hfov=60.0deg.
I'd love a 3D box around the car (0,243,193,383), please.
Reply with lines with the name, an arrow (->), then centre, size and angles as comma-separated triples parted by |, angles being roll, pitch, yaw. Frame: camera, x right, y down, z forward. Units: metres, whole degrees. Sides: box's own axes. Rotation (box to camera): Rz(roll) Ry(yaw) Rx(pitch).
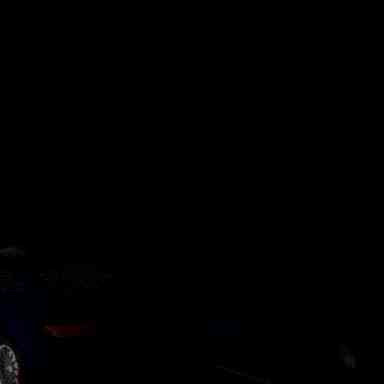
car -> -2.502, 1.525, 5.039 | 4.674, 1.452, 2.002 | 0, 0, 36
